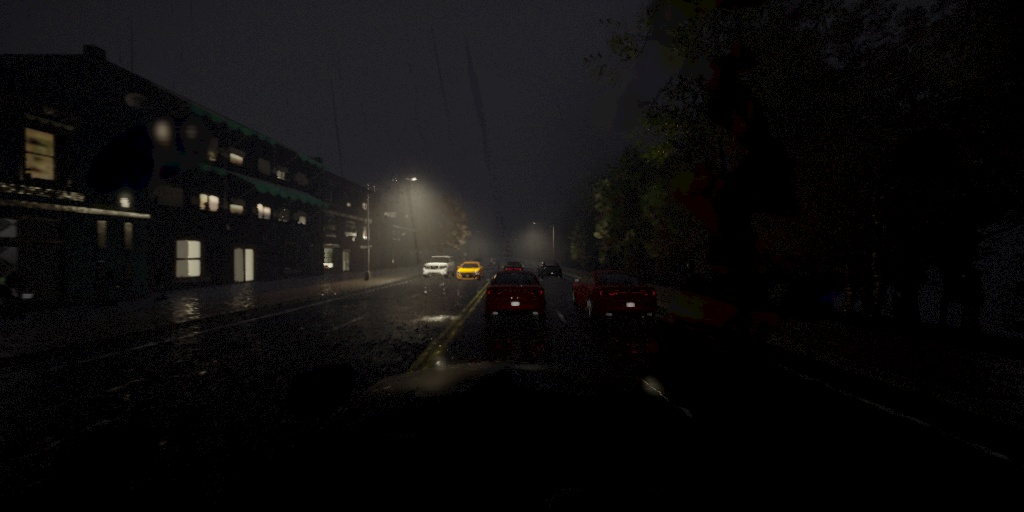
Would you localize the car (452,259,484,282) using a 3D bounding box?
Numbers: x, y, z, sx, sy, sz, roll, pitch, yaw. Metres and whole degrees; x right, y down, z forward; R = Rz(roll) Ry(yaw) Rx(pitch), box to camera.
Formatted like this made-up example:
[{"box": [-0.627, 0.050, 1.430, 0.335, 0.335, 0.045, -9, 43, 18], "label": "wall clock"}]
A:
[{"box": [-3.350, 1.223, 29.478, 1.882, 1.535, 5.008, 0, 0, 0], "label": "car"}]

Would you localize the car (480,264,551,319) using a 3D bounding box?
[{"box": [0.099, 1.226, 12.802, 1.882, 1.535, 5.008, 0, 0, 0], "label": "car"}]

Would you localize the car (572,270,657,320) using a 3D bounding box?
[{"box": [3.349, 1.226, 12.595, 1.882, 1.535, 5.008, 0, 0, 0], "label": "car"}]

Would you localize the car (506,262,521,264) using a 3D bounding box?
[{"box": [0.096, 1.249, 32.633, 1.837, 1.490, 4.892, 0, 0, 0], "label": "car"}]

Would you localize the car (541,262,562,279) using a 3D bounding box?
[{"box": [3.347, 1.236, 32.290, 2.128, 1.511, 4.902, 0, 0, 0], "label": "car"}]

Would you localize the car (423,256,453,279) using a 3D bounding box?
[{"box": [-6.600, 0.968, 33.041, 2.150, 2.045, 5.566, 0, 0, 0], "label": "car"}]
